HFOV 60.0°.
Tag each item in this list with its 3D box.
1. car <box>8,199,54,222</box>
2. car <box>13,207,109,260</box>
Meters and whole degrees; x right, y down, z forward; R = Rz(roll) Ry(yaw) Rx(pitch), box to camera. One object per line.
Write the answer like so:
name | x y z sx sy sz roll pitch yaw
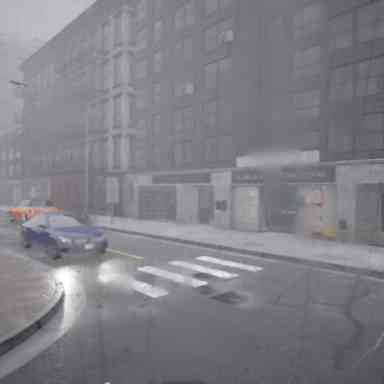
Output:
car | -11.167 1.276 23.269 2.097 1.767 4.553 0 0 -44
car | -4.941 1.495 12.498 1.812 1.442 4.674 0 0 -44
